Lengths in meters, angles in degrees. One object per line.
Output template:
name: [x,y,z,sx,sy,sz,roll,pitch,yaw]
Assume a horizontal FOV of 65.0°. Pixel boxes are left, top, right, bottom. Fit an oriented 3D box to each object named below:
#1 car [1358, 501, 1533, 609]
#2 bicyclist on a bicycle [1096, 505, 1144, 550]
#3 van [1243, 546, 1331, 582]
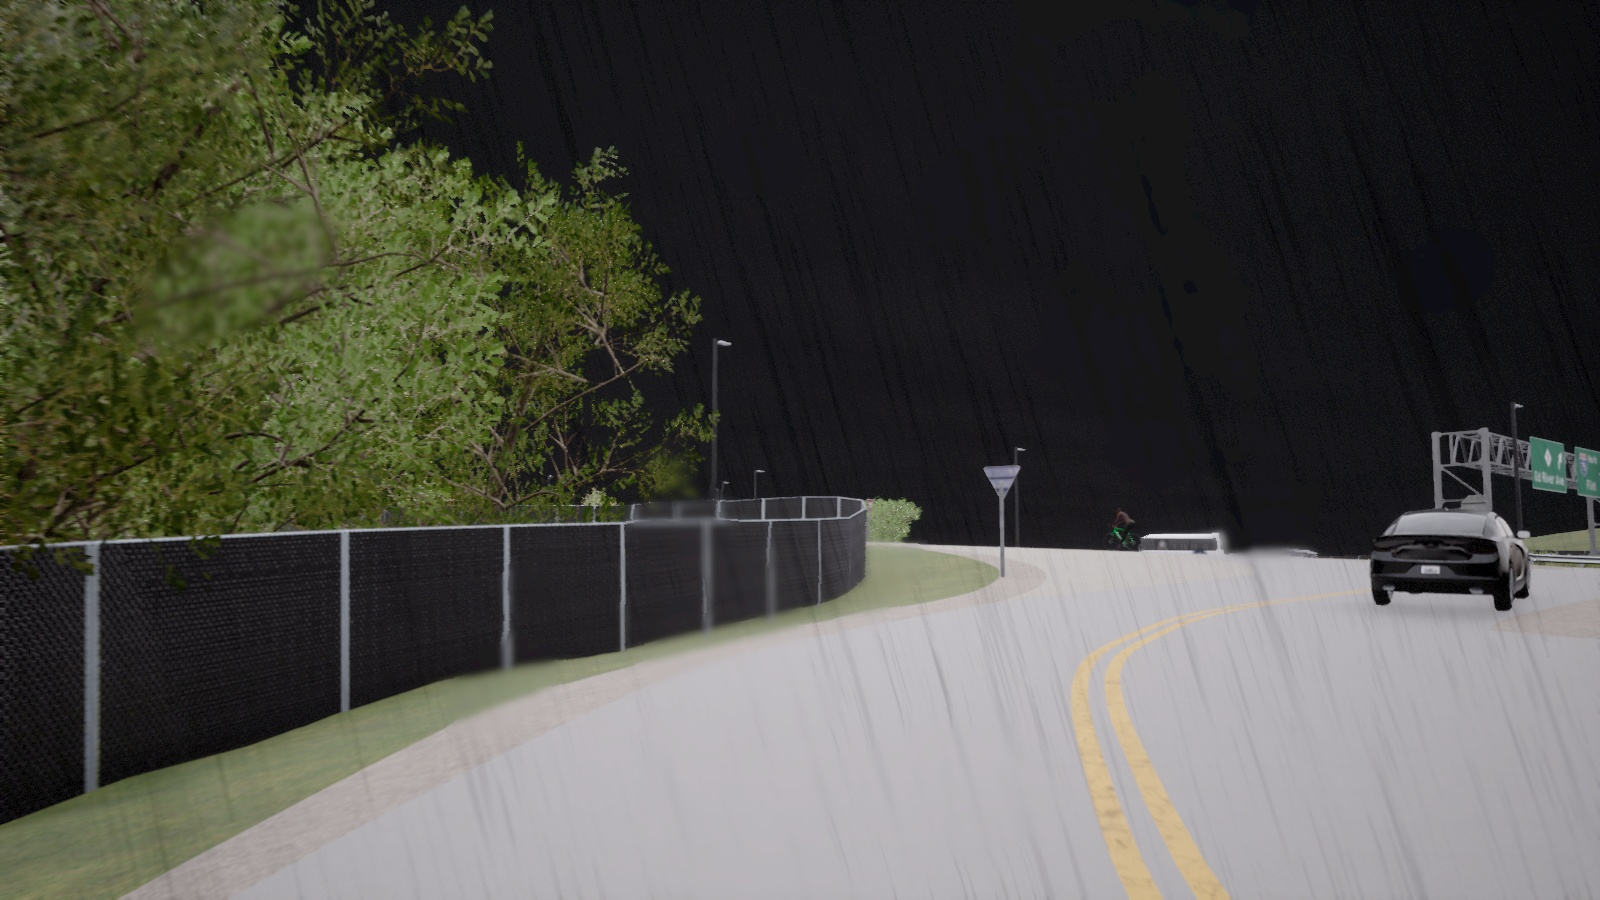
car: [10.673,1.614,20.562,1.882,1.535,5.008,-2,-3,35]
bicyclist on a bicycle: [11.895,2.867,46.669,0.582,1.620,1.656,5,-6,-43]
van: [28.394,6.651,73.284,1.775,1.987,4.442,5,-7,-41]
